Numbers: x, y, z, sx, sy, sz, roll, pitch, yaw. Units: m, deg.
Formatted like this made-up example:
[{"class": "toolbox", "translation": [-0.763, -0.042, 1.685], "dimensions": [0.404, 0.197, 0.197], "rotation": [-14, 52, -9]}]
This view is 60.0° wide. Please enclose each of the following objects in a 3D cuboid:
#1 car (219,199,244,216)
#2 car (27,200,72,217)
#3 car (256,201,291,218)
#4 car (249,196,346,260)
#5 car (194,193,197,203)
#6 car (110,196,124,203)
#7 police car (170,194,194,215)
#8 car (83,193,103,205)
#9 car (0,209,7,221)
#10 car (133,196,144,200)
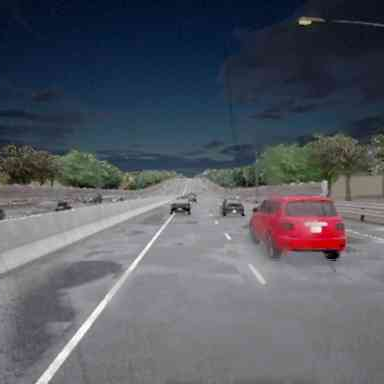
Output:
[{"class": "car", "translation": [3.591, 1.391, 30.519], "dimensions": [1.837, 1.490, 4.892], "rotation": [0, 0, 0]}, {"class": "car", "translation": [-10.603, 1.402, 25.137], "dimensions": [1.837, 1.490, 4.892], "rotation": [0, 0, 0]}, {"class": "car", "translation": [7.091, 1.489, 29.481], "dimensions": [1.895, 1.301, 4.718], "rotation": [0, 0, 0]}, {"class": "car", "translation": [3.596, 1.167, 12.329], "dimensions": [2.150, 2.045, 5.566], "rotation": [0, 0, 0]}, {"class": "car", "translation": [-0.019, 1.432, 66.509], "dimensions": [1.882, 1.535, 5.008], "rotation": [0, 0, 0]}, {"class": "car", "translation": [-14.033, 1.430, 62.775], "dimensions": [2.128, 1.511, 4.902], "rotation": [0, 0, 0]}, {"class": "police car", "translation": [-1.059, 1.310, 32.101], "dimensions": [1.930, 1.638, 5.238], "rotation": [0, 0, 0]}, {"class": "car", "translation": [-17.549, 1.144, 59.096], "dimensions": [2.150, 2.045, 5.566], "rotation": [0, 0, 1]}, {"class": "car", "translation": [-14.103, 1.472, 21.845], "dimensions": [1.994, 1.385, 4.181], "rotation": [0, 0, 0]}, {"class": "car", "translation": [-10.528, 1.454, 65.968], "dimensions": [2.128, 1.511, 4.902], "rotation": [0, 0, 0]}]
